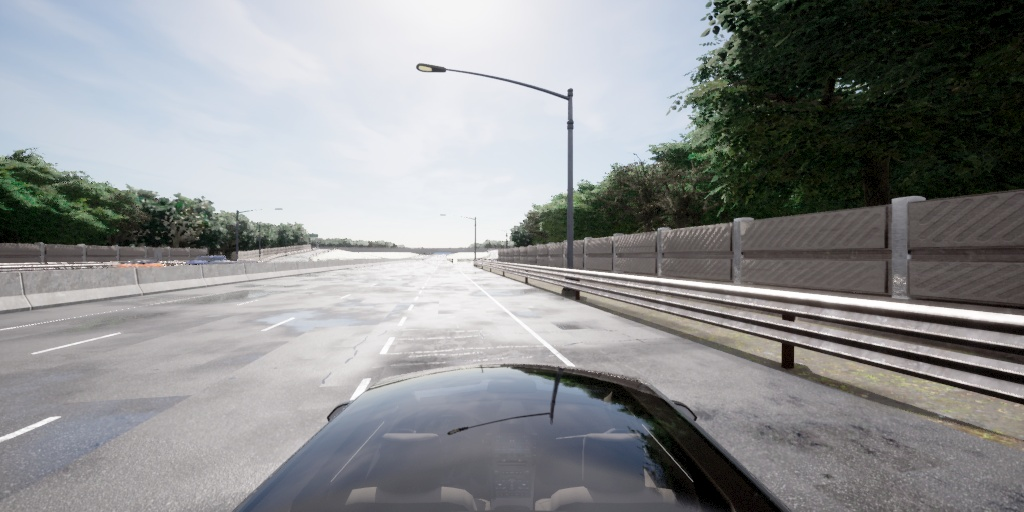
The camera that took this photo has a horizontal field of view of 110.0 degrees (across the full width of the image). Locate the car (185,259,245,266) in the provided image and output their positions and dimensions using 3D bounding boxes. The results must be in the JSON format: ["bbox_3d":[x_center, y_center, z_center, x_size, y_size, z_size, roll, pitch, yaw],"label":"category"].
[{"bbox_3d":[-27.359,1.275,33.281,1.837,1.490,4.892,0,-1,-11],"label":"car"}]

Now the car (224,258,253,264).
[{"bbox_3d":[-32.912,1.311,43.761,1.812,1.442,4.674,0,0,-11],"label":"car"}]

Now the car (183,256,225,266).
[{"bbox_3d":[-36.256,1.008,42.587,2.150,2.045,5.566,0,0,-11],"label":"car"}]

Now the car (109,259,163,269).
[{"bbox_3d":[-38.767,1.128,37.058,2.097,1.767,4.553,0,0,-11],"label":"car"}]
